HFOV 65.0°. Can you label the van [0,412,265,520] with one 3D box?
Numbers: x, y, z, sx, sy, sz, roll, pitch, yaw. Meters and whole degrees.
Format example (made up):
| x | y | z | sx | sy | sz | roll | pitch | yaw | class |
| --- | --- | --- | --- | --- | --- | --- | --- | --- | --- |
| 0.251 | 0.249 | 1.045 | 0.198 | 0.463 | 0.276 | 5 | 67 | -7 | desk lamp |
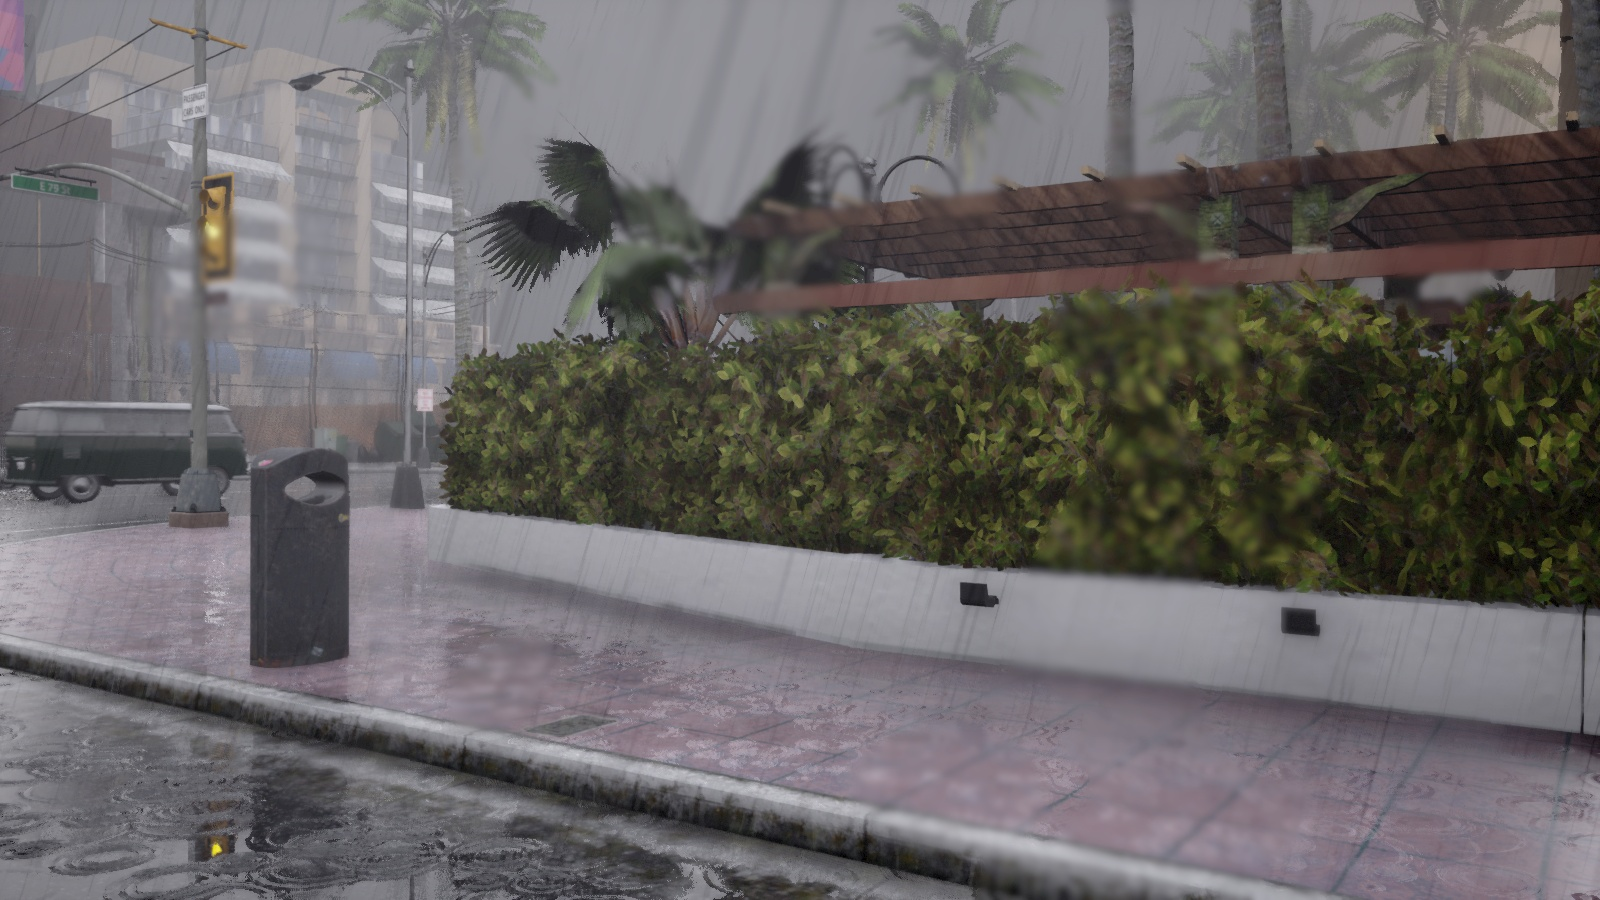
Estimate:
| x | y | z | sx | sy | sz | roll | pitch | yaw | class |
| --- | --- | --- | --- | --- | --- | --- | --- | --- | --- |
| -13.443 | 0.256 | 25.481 | 1.775 | 1.987 | 4.442 | 0 | 1 | 38 | van |
